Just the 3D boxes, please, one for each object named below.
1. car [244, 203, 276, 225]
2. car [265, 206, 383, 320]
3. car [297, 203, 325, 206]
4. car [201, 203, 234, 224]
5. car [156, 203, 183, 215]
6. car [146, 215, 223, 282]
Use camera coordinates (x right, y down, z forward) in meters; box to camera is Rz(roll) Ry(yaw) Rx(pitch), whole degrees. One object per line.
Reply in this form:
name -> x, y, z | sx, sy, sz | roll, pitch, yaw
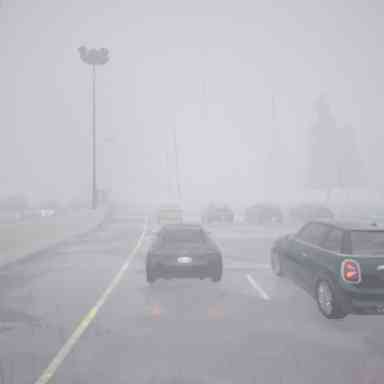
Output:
car -> 5.368, 1.598, 25.341 | 1.837, 1.490, 4.892 | 0, 0, -7
car -> 3.337, 1.377, 7.565 | 2.097, 1.767, 4.553 | 0, 0, -2
car -> 8.893, 1.590, 25.377 | 1.837, 1.490, 4.892 | 0, 0, -7
car -> 1.851, 1.592, 25.223 | 2.128, 1.511, 4.902 | 0, 0, -7
car -> -1.866, 1.593, 26.730 | 1.882, 1.535, 5.008 | 0, 0, -8
car -> -0.280, 1.606, 9.977 | 1.994, 1.385, 4.181 | 0, 0, -3
